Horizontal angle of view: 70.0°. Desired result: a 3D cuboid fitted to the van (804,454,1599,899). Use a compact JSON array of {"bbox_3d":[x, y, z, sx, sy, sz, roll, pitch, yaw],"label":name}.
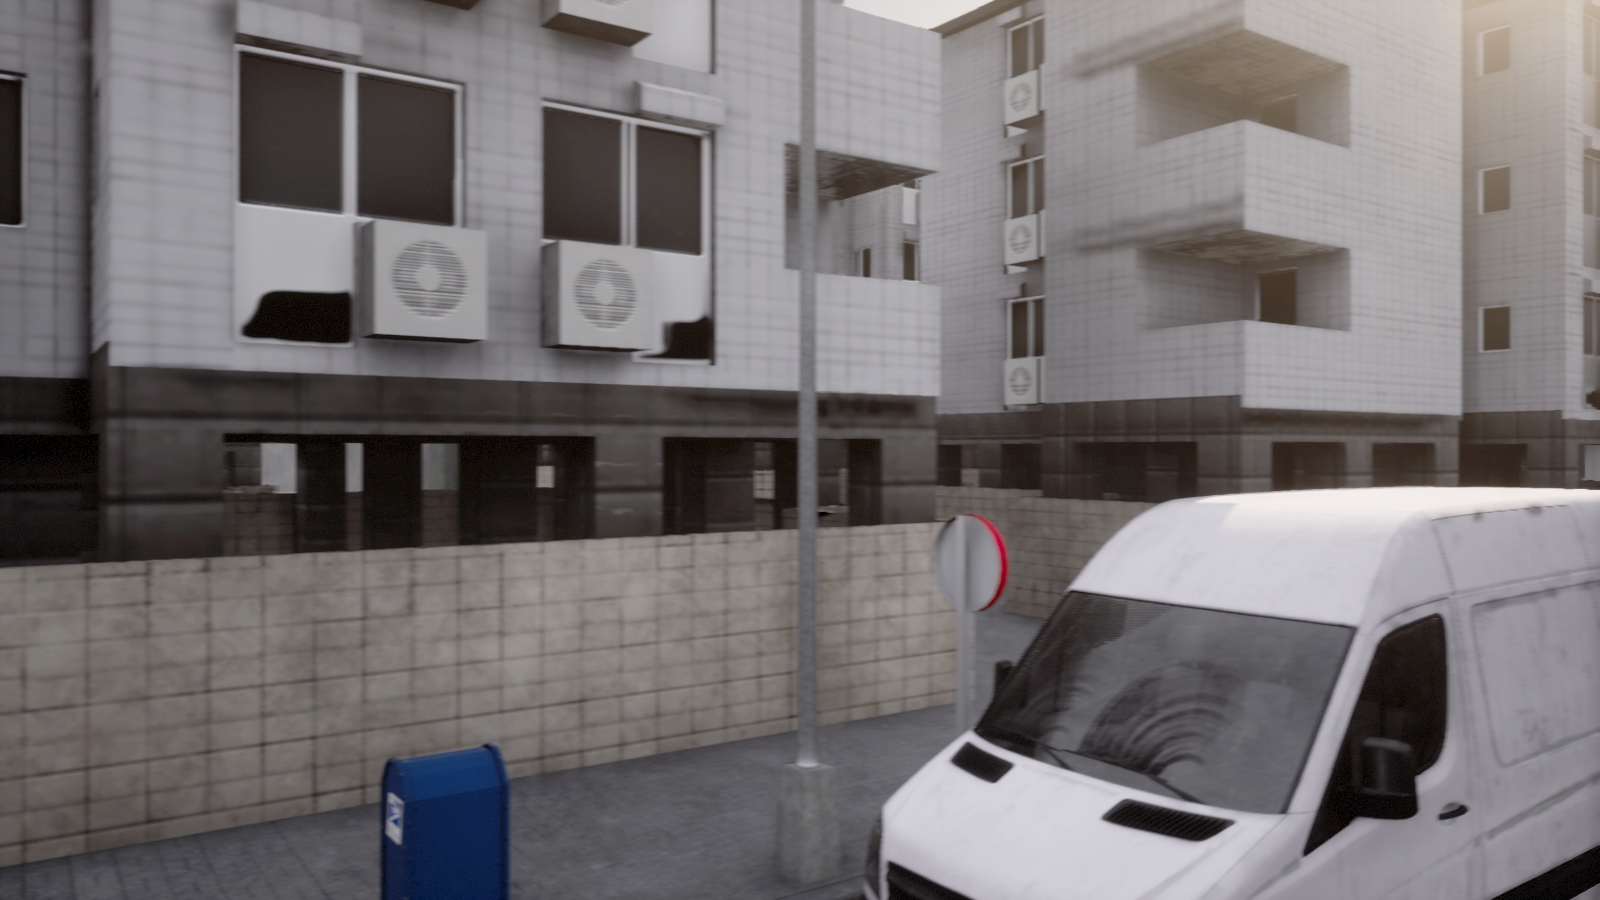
[{"bbox_3d":[3.009,1.315,6.333,5.915,2.561,1.988,0,0,-35],"label":"van"}]
